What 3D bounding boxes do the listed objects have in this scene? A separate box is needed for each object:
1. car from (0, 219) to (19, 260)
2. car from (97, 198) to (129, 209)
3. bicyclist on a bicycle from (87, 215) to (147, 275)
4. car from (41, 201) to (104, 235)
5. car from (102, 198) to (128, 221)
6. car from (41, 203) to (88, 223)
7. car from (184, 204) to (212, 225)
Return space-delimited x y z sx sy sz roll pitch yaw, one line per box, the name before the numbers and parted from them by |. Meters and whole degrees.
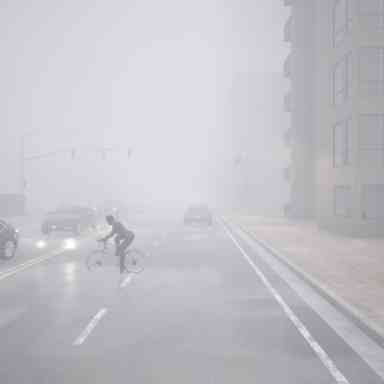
car | -6.976 1.505 9.674 1.837 1.490 4.892 0 0 1
car | -10.909 1.564 46.002 4.181 1.385 1.994 0 0 35
bicyclist on a bicycle | -2.058 1.453 9.048 1.656 1.620 0.582 -1 0 1
car | -6.822 1.505 18.978 1.837 1.490 4.892 0 0 1
car | -6.629 1.352 27.147 2.097 1.767 4.553 0 0 1
car | -10.137 1.601 26.824 1.895 1.301 4.718 0 0 1
car | 0.427 1.564 24.048 1.994 1.385 4.181 0 0 1
